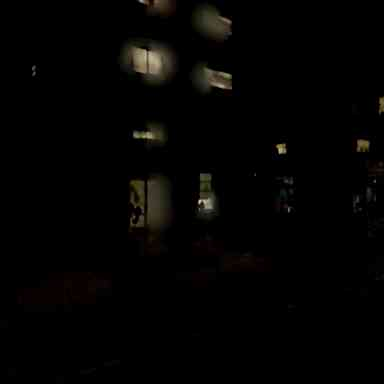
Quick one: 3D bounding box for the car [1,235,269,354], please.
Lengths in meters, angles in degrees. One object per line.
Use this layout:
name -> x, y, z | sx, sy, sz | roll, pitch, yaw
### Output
car -> -0.687, 1.509, 6.068 | 4.829, 1.417, 1.752 | 0, 0, -35

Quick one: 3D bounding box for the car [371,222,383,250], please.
car -> 8.460, 1.472, 12.565 | 4.403, 1.369, 2.008 | 0, 0, -35
